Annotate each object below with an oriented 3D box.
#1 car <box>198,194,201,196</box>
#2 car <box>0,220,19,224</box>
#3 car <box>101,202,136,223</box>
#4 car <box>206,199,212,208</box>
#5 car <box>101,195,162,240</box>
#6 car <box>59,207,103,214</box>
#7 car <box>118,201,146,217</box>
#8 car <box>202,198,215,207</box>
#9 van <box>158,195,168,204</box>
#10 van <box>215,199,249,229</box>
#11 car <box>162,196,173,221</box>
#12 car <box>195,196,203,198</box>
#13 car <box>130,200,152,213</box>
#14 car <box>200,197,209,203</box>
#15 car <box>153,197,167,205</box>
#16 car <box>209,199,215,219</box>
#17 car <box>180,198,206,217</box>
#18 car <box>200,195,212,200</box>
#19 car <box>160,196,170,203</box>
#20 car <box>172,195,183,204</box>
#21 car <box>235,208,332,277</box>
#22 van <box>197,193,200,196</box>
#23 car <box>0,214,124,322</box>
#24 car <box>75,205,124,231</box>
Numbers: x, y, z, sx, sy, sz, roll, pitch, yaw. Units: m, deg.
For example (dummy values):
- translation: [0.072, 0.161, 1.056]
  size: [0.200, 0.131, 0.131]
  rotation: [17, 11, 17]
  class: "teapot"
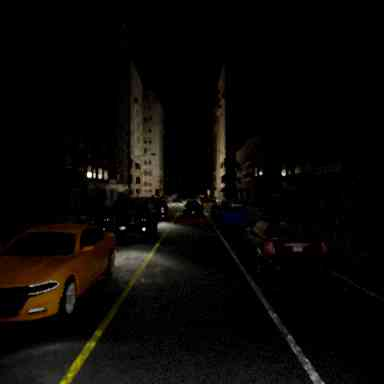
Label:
- translation: [2.668, 1.711, 67.013]
  size: [2.008, 1.369, 4.403]
  rotation: [0, 0, 0]
  class: "car"
- translation: [-5.857, 1.594, 10.317]
  size: [1.947, 1.339, 4.313]
  rotation: [0, 0, 0]
  class: "car"
- translation: [-5.857, 1.596, 27.152]
  size: [1.752, 1.417, 4.829]
  rotation: [0, 0, 0]
  class: "car"
- translation: [2.669, 1.636, 32.998]
  size: [2.008, 1.369, 4.403]
  rotation: [0, 0, 0]
  class: "car"
- translation: [-3.092, 1.269, 17.762]
  size: [2.150, 2.045, 5.566]
  rotation: [0, 0, 0]
  class: "car"
- translation: [-5.857, 1.625, 15.985]
  size: [1.802, 1.307, 4.206]
  rotation: [0, 0, 0]
  class: "car"
- translation: [-5.857, 1.650, 32.990]
  size: [1.947, 1.339, 4.313]
  rotation: [0, 0, 0]
  class: "car"
- translation: [2.668, 1.701, 55.675]
  size: [1.947, 1.339, 4.313]
  rotation: [0, 0, 0]
  class: "car"
- translation: [-5.858, 1.500, 67.000]
  size: [1.690, 1.788, 3.998]
  rotation: [0, 0, 0]
  class: "van"
- translation: [2.668, 1.399, 21.660]
  size: [1.690, 1.788, 3.998]
  rotation: [0, 0, 0]
  class: "van"
- translation: [-3.051, 1.425, 27.988]
  size: [2.097, 1.767, 4.553]
  rotation: [0, 0, 0]
  class: "car"
- translation: [0.055, 1.676, 44.988]
  size: [1.994, 1.385, 4.181]
  rotation: [0, 0, 0]
  class: "car"
- translation: [-5.857, 1.642, 38.658]
  size: [1.887, 1.381, 4.507]
  rotation: [0, 0, 0]
  class: "car"
- translation: [2.669, 1.752, 72.683]
  size: [1.802, 1.307, 4.206]
  rotation: [0, 0, 0]
  class: "car"
- translation: [-5.857, 1.698, 61.331]
  size: [2.008, 1.369, 4.403]
  rotation: [0, 0, 0]
  class: "car"
- translation: [2.668, 1.597, 27.498]
  size: [1.752, 1.417, 4.829]
  rotation: [0, 0, 0]
  class: "car"
- translation: [0.092, 1.608, 31.711]
  size: [1.812, 1.442, 4.674]
  rotation: [0, 0, 0]
  class: "car"
- translation: [2.351, 1.569, 45.168]
  size: [1.801, 1.575, 5.366]
  rotation: [0, 0, 0]
  class: "car"
- translation: [-5.857, 1.694, 72.498]
  size: [1.752, 1.417, 4.829]
  rotation: [0, 0, 0]
  class: "car"
- translation: [-3.000, 1.760, 68.164]
  size: [1.895, 1.301, 4.718]
  rotation: [0, 0, 0]
  class: "car"
- translation: [2.668, 1.469, 10.321]
  size: [1.967, 1.590, 4.097]
  rotation: [0, 0, 0]
  class: "car"
- translation: [2.669, 1.518, 78.353]
  size: [1.690, 1.788, 3.998]
  rotation: [0, 0, 0]
  class: "van"
- translation: [-3.097, 1.499, 7.631]
  size: [1.882, 1.535, 5.008]
  rotation: [0, 0, 0]
  class: "car"
- translation: [-5.857, 1.623, 21.654]
  size: [1.947, 1.339, 4.313]
  rotation: [0, 0, 0]
  class: "car"
